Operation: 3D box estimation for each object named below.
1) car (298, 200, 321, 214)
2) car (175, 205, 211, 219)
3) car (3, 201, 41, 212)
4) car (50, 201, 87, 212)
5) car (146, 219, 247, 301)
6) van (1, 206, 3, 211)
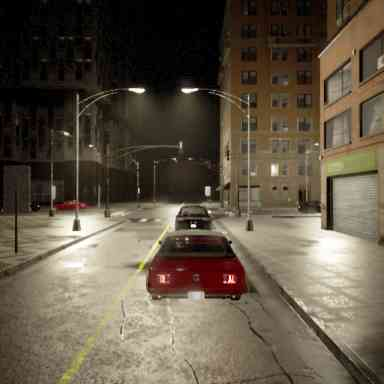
[{"bbox_3d":[12.041,1.414,30.826,4.313,1.339,1.947,0,0,0],"label":"car"},{"bbox_3d":[0.059,1.473,18.431,1.882,1.535,5.008,0,0,0],"label":"car"},{"bbox_3d":[-20.201,1.723,39.315,4.313,1.339,1.947,0,0,0],"label":"car"},{"bbox_3d":[-14.553,1.700,39.321,4.206,1.307,1.802,0,0,0],"label":"car"},{"bbox_3d":[0.081,1.600,8.282,1.895,1.301,4.718,0,0,0],"label":"car"},{"bbox_3d":[-20.185,1.424,30.791,3.998,1.788,1.690,0,0,0],"label":"van"}]
